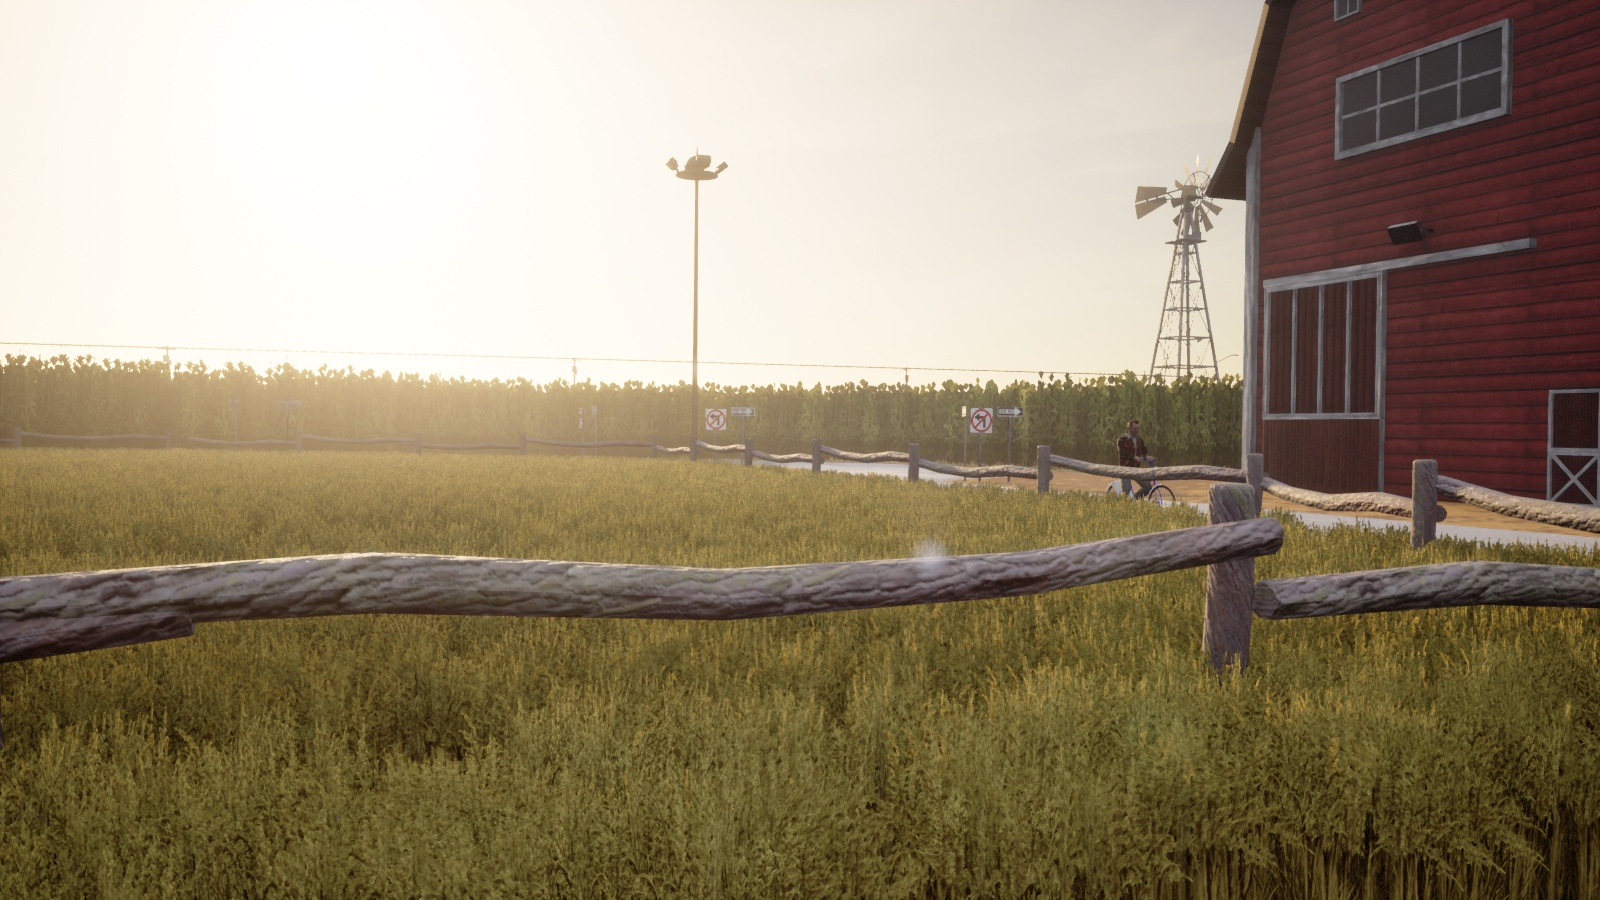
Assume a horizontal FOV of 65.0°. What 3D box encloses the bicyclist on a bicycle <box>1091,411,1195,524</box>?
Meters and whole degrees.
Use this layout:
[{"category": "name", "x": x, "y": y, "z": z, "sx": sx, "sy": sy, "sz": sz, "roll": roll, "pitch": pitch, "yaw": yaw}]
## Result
[{"category": "bicyclist on a bicycle", "x": 5.626, "y": 0.271, "z": 20.705, "sx": 0.659, "sy": 1.776, "sz": 1.843, "roll": -1, "pitch": 1, "yaw": -23}]
